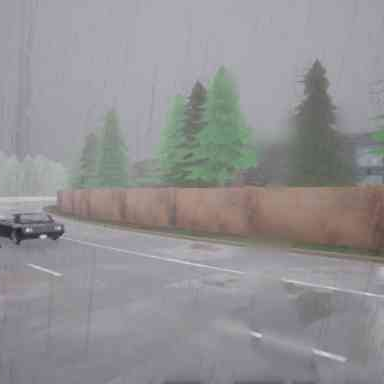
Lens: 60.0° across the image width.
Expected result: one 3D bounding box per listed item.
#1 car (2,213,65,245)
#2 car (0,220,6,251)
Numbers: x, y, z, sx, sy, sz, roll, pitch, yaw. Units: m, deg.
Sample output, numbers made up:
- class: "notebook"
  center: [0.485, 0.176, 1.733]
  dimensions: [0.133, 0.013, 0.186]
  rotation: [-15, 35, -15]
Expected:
- class: "car"
  center: [-7.939, 1.633, 15.914]
  dimensions: [1.895, 1.301, 4.718]
  rotation: [0, 0, -44]
- class: "car"
  center: [-8.139, 1.614, 11.174]
  dimensions: [4.718, 1.301, 1.895]
  rotation: [0, 0, 44]
